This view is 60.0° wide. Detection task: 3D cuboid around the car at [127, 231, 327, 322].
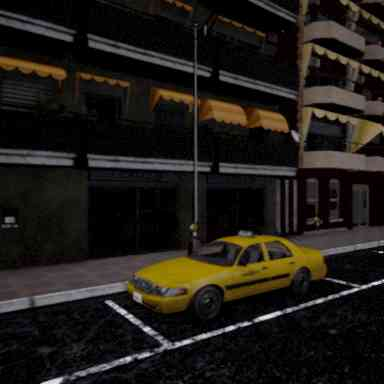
[{"bbox_3d":[1.004,1.566,7.290,4.829,1.417,1.752,1,-1,-36],"label":"car"}]
